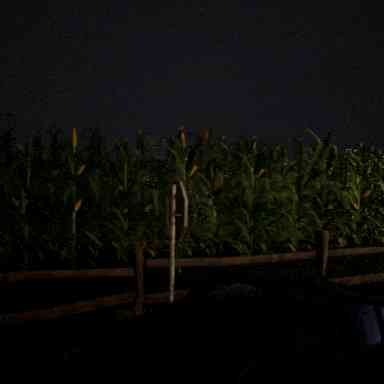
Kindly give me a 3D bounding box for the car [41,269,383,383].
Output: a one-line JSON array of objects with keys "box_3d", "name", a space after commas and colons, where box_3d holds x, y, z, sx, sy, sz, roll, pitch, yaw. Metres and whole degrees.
[{"box_3d": [0.764, 1.534, 3.123, 4.181, 1.385, 1.994, 0, 1, -24], "name": "car"}]
